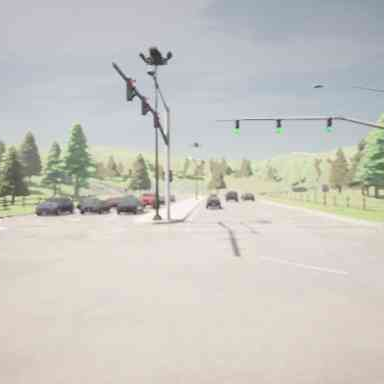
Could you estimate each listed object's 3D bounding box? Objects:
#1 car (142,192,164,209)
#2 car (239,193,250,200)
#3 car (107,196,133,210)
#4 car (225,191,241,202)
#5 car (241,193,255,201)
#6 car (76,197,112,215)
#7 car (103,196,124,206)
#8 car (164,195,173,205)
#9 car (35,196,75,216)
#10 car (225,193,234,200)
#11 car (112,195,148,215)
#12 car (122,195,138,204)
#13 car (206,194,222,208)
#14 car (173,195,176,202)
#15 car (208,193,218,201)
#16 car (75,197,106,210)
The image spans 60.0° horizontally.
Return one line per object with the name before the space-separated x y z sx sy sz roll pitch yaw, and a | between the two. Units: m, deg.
car | -5.442 1.033 42.899 2.150 2.045 5.566 0 0 3
car | 11.821 1.033 74.601 2.033 1.411 5.357 0 0 5
car | -8.997 1.324 42.032 1.882 1.535 5.008 0 0 3
car | 7.432 0.822 61.870 2.150 2.045 5.566 0 0 4
car | 11.021 0.906 64.714 2.097 1.767 4.553 0 0 4
car | -9.532 1.464 33.072 1.994 1.385 4.181 0 0 3
car | -11.972 1.389 50.686 1.994 1.385 4.181 0 0 3
car | -4.792 1.298 53.220 2.033 1.411 5.357 0 0 4
car | -13.103 1.288 32.023 2.097 1.767 4.553 0 0 3
car | 8.308 1.023 74.598 1.837 1.490 4.892 0 0 5
car | -6.029 1.349 32.984 1.882 1.535 5.008 0 0 3
car | -11.292 1.269 60.774 1.837 1.490 4.892 0 0 3
car | 2.711 1.274 41.905 1.812 1.442 4.674 0 0 3
car | -4.073 1.234 63.865 2.033 1.411 5.357 0 0 4
car | 4.816 1.077 74.840 2.128 1.511 4.902 0 0 5
car | -12.538 1.427 41.466 2.033 1.411 5.357 0 0 3
